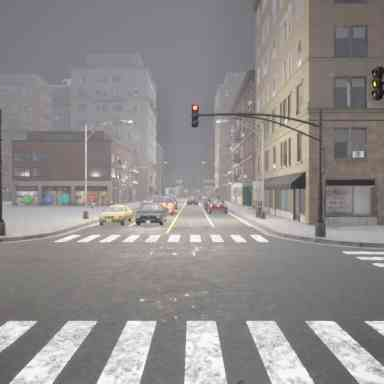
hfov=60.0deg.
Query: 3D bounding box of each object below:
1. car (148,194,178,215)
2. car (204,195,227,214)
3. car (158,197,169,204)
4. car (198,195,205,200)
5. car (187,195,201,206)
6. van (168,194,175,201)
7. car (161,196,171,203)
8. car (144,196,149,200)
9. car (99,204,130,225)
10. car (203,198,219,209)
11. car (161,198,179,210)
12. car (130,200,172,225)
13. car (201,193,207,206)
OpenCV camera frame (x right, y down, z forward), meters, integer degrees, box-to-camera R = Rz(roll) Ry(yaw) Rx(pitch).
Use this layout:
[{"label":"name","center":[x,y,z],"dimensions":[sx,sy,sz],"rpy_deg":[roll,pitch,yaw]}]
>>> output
[{"label":"car","center":[-2.841,1.353,33.808],"dimensions":[2.097,1.767,4.553],"rpy_deg":[0,0,0]},{"label":"car","center":[2.648,1.441,35.368],"dimensions":[1.967,1.590,4.097],"rpy_deg":[0,0,0]},{"label":"car","center":[-5.367,1.586,63.681],"dimensions":[1.802,1.307,4.206],"rpy_deg":[0,0,0]},{"label":"car","center":[2.668,1.575,91.987],"dimensions":[1.947,1.339,4.313],"rpy_deg":[0,0,0]},{"label":"car","center":[0.121,1.604,55.454],"dimensions":[1.895,1.301,4.718],"rpy_deg":[0,0,0]},{"label":"van","center":[-5.359,1.349,86.328],"dimensions":[1.690,1.788,3.998],"rpy_deg":[0,0,0]},{"label":"car","center":[-5.365,1.530,69.173],"dimensions":[1.752,1.417,4.829],"rpy_deg":[0,0,0]},{"label":"car","center":[-5.375,1.553,41.033],"dimensions":[2.008,1.369,4.403],"rpy_deg":[0,0,0]},{"label":"car","center":[-5.381,1.526,23.877],"dimensions":[1.752,1.417,4.829],"rpy_deg":[0,0,0]},{"label":"car","center":[2.652,1.568,46.692],"dimensions":[1.947,1.339,4.313],"rpy_deg":[0,0,0]},{"label":"car","center":[-2.831,1.550,44.216],"dimensions":[2.033,1.411,5.357],"rpy_deg":[0,0,0]},{"label":"car","center":[-2.841,1.548,24.159],"dimensions":[2.033,1.411,5.357],"rpy_deg":[0,0,0]},{"label":"car","center":[2.650,1.317,41.030],"dimensions":[2.192,1.841,5.009],"rpy_deg":[0,0,0]}]
